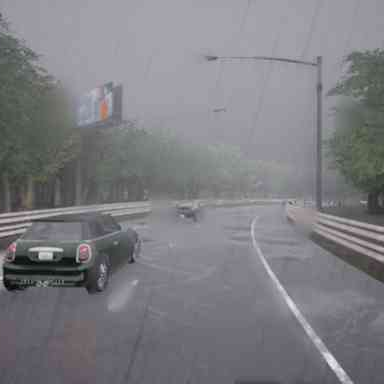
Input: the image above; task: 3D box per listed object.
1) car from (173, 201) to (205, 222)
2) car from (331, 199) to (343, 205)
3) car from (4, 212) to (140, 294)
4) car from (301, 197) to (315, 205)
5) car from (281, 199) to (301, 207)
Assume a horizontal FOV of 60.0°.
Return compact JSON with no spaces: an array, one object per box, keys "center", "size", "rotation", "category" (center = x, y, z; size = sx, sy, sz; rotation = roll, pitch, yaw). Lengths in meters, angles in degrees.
[{"center":[-0.153,1.525,26.628],"size":[1.837,1.490,4.892],"rotation":[0,0,12],"category":"car"},{"center":[38.130,2.579,87.273],"size":[5.008,1.535,1.882],"rotation":[2,-1,-43],"category":"car"},{"center":[-2.867,1.337,9.009],"size":[2.097,1.767,4.553],"rotation":[0,0,4],"category":"car"},{"center":[25.796,1.997,73.916],"size":[2.097,1.767,4.553],"rotation":[0,-1,40],"category":"car"},{"center":[17.237,1.928,58.729],"size":[1.882,1.535,5.008],"rotation":[0,-1,30],"category":"car"}]
